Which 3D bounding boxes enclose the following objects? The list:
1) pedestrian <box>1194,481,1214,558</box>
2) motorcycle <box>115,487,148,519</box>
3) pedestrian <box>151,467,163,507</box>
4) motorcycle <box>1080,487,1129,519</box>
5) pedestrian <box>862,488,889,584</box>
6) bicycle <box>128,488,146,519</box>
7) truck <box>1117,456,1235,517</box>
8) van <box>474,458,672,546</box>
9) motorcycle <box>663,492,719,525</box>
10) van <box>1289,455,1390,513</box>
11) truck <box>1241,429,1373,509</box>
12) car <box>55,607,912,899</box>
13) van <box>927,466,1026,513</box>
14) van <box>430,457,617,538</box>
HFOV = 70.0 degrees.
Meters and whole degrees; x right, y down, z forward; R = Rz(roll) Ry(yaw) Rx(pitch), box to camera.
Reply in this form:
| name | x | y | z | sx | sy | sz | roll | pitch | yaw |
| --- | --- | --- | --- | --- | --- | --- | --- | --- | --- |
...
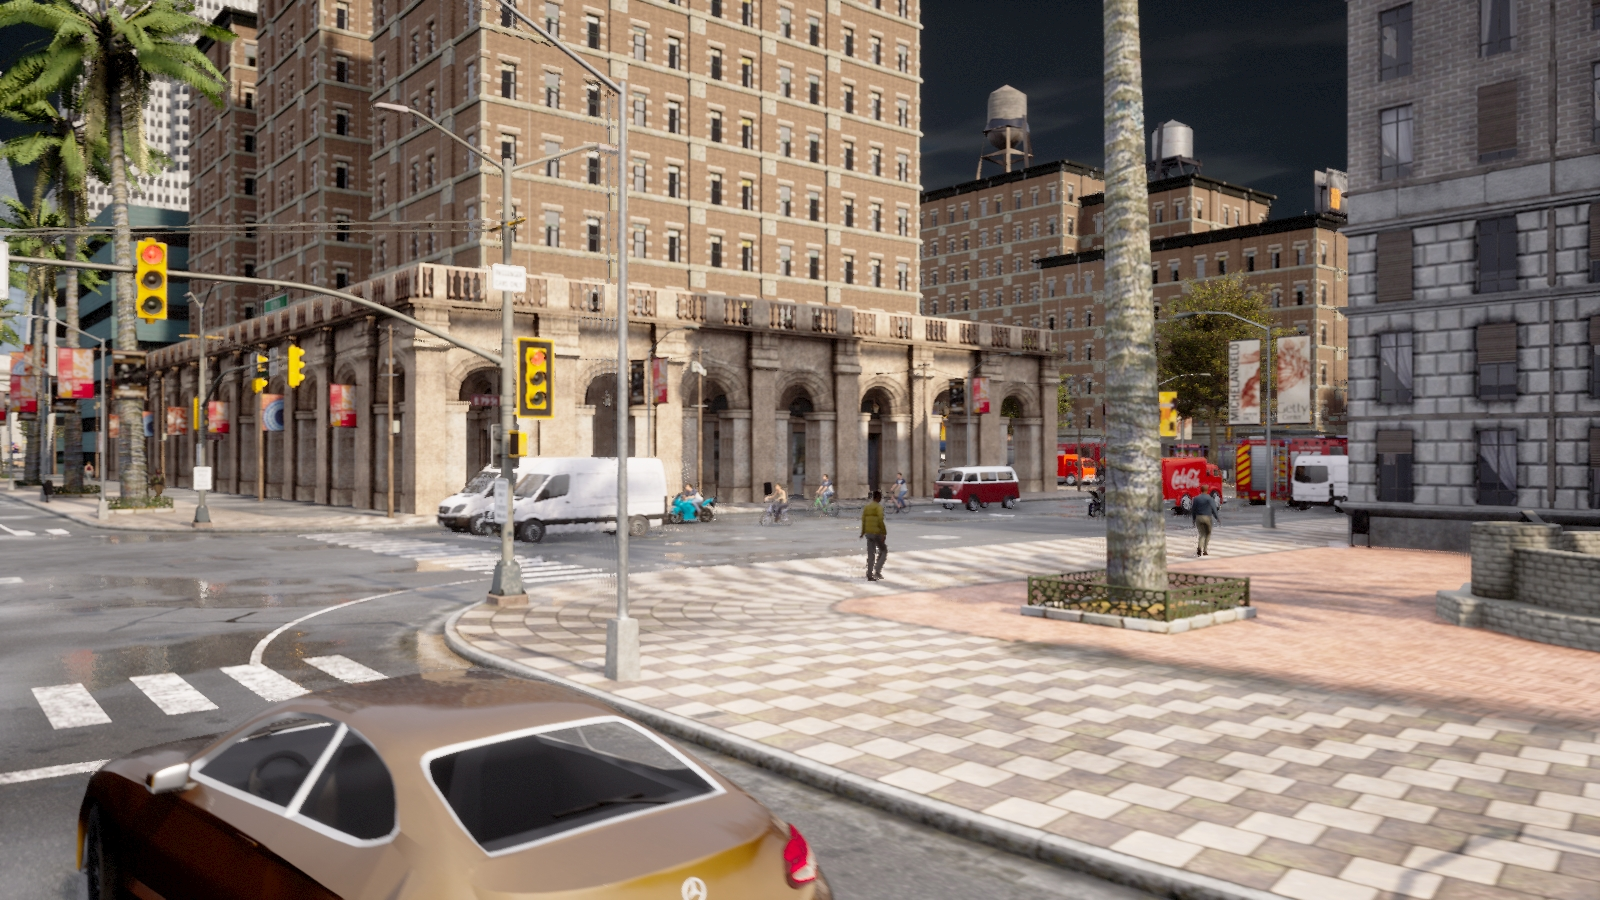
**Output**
| name | x | y | z | sx | sy | sz | roll | pitch | yaw |
| --- | --- | --- | --- | --- | --- | --- | --- | --- | --- |
| pedestrian | 9.958 | 1.698 | 28.156 | 0.375 | 1.860 | 0.375 | 0 | 0 | 39 |
| motorcycle | -28.010 | 2.206 | 47.830 | 0.867 | 1.251 | 2.209 | 0 | 0 | -39 |
| pedestrian | -29.799 | 1.699 | 52.973 | 0.375 | 1.860 | 0.375 | 0 | 0 | 40 |
| motorcycle | 12.797 | 2.208 | 47.958 | 2.209 | 1.251 | 0.867 | 0 | 0 | -39 |
| pedestrian | 1.500 | 1.697 | 22.749 | 0.375 | 1.860 | 0.375 | 0 | 0 | -43 |
| bicycle | -27.624 | 2.207 | 47.602 | 0.373 | 1.196 | 1.643 | 0 | 0 | -39 |
| truck | 16.920 | 1.586 | 51.350 | 5.204 | 2.467 | 2.627 | -1 | 1 | -39 |
| van | -7.112 | 1.536 | 36.260 | 5.915 | 2.561 | 1.988 | 0 | 0 | -39 |
| motorcycle | -4.113 | 2.215 | 43.200 | 2.033 | 1.145 | 0.803 | 0 | 0 | -39 |
| van | 25.469 | 1.538 | 53.840 | 5.915 | 2.561 | 1.988 | 0 | 0 | -40 |
| truck | 26.173 | 0.895 | 58.790 | 8.468 | 3.827 | 2.891 | 0 | 0 | -41 |
| car | -2.043 | 1.992 | 5.969 | 2.152 | 1.651 | 5.027 | 0 | 0 | -44 |
| van | 8.271 | 1.785 | 53.324 | 4.480 | 2.038 | 2.069 | 0 | 0 | -39 |
| van | -9.373 | 1.536 | 39.048 | 5.915 | 2.561 | 1.988 | 0 | 0 | -38 |
